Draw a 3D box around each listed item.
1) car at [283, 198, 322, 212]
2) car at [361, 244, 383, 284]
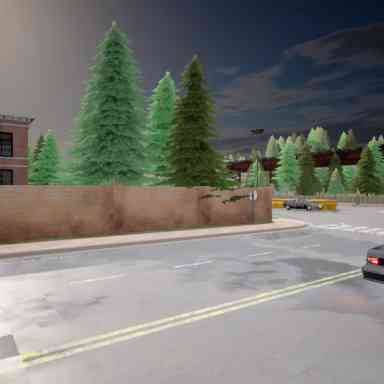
[{"bbox_3d":[13.198,1.492,39.832,2.128,1.511,4.902,0,0,-35],"label":"car"},{"bbox_3d":[6.347,1.547,8.253,5.357,1.411,2.033,0,0,-35],"label":"car"}]
